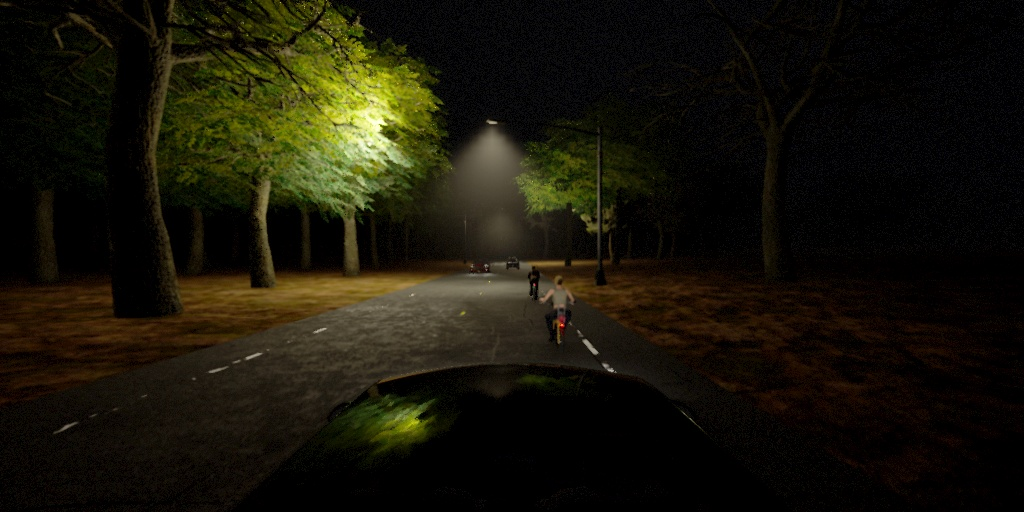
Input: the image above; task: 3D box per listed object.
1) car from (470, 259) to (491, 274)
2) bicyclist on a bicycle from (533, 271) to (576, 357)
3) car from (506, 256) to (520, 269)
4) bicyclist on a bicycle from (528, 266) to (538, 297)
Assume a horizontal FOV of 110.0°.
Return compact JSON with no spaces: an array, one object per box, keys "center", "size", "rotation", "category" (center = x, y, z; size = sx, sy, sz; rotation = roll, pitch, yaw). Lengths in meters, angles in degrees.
[{"center":[-3.577,1.083,41.112],"size":[2.097,1.767,4.553],"rotation":[0,0,0],"category":"car"},{"center":[0.994,1.222,7.716],"size":[0.866,1.612,1.509],"rotation":[0,0,0],"category":"bicyclist on a bicycle"},{"center":[0.120,1.139,53.027],"size":[2.128,1.511,4.902],"rotation":[0,1,0],"category":"car"},{"center":[0.970,1.258,15.711],"size":[0.582,1.620,1.656],"rotation":[0,0,0],"category":"bicyclist on a bicycle"}]
